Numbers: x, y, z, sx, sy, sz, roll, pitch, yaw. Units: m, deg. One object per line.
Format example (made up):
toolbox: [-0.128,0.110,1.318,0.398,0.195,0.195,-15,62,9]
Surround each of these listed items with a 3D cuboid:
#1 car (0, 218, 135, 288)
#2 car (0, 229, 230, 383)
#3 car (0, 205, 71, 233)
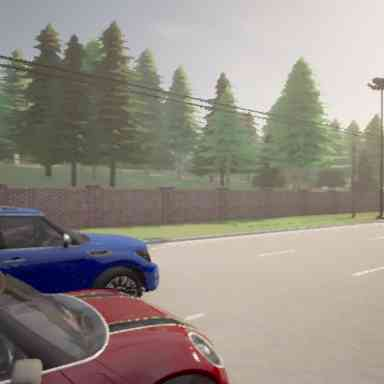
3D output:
car: [-3.983,1.579,9.502,4.181,1.385,1.994,0,0,-35]
car: [-1.856,1.350,2.423,4.553,1.767,2.097,1,0,-35]
car: [-3.295,1.227,5.695,5.566,2.045,2.150,0,0,-35]
